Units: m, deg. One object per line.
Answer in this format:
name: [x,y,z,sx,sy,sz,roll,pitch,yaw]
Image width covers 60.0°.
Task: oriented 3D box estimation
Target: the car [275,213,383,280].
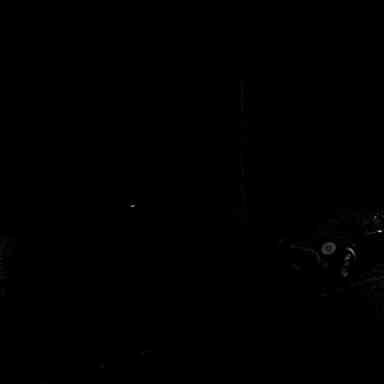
car: [4.293,1.378,9.713,4.097,1.590,1.967,0,0,-36]
